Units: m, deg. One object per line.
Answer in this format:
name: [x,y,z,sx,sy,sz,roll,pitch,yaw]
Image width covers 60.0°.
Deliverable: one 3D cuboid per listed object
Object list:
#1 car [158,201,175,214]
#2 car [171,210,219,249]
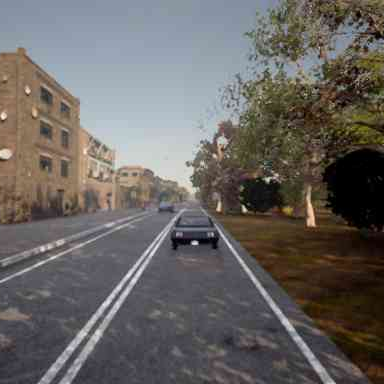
car: [-3.241,1.944,42.313,1.882,1.535,5.008,0,-1,0]
car: [0.115,1.689,14.995,1.895,1.301,4.718,0,0,0]
